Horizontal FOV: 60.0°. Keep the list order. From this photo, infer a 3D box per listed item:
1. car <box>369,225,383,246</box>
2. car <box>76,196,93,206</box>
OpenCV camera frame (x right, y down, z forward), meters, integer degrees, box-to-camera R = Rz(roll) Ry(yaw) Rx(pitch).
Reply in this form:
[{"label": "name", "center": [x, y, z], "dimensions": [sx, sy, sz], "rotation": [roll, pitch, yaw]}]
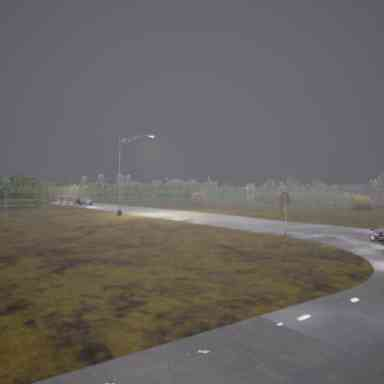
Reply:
[{"label": "car", "center": [10.208, 1.719, 14.236], "dimensions": [4.674, 1.442, 1.812], "rotation": [0, 2, 8]}, {"label": "car", "center": [-16.791, 1.347, 51.323], "dimensions": [2.128, 1.511, 4.902], "rotation": [-1, 0, -36]}]
